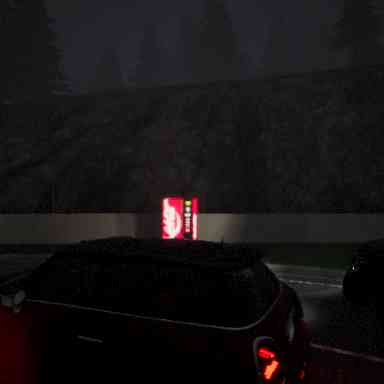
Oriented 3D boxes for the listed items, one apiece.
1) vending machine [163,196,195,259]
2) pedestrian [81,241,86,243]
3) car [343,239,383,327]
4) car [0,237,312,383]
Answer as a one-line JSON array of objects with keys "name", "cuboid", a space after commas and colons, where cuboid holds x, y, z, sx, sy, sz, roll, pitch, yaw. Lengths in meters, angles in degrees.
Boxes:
[{"name": "vending machine", "cuboid": [-0.428, 1.189, 11.824, 0.880, 2.100, 1.100, 0, 0, 13]}, {"name": "pedestrian", "cuboid": [-2.258, 1.289, 7.028, 0.375, 1.860, 0.375, 0, 0, 11]}, {"name": "car", "cuboid": [5.256, 1.222, 4.750, 5.566, 2.045, 2.150, 0, 0, 39]}, {"name": "car", "cuboid": [-0.989, 1.350, 4.039, 4.553, 1.767, 2.097, 0, 0, 24]}]
